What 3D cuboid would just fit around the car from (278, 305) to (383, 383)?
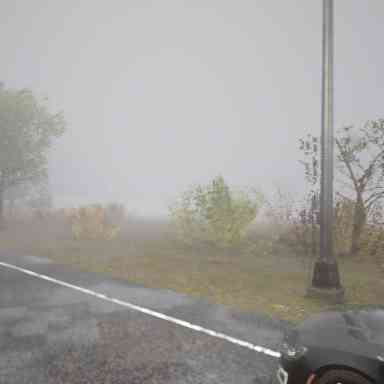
[{"bbox_3d":[3.161,1.686,2.795,4.892,1.490,1.837,-1,-3,41],"label":"car"}]
